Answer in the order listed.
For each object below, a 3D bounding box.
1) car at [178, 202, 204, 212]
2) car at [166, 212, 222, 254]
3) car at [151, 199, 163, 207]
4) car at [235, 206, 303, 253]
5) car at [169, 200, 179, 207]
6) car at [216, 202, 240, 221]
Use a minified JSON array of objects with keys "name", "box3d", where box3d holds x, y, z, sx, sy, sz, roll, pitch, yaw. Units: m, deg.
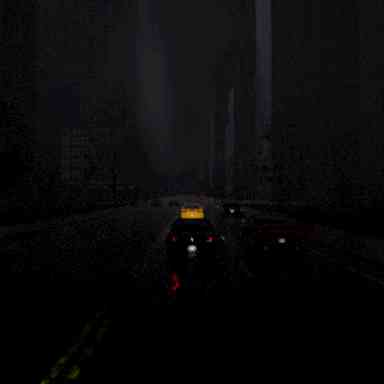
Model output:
[{"name":"car","box3d":[0.022,1.752,29.481,1.882,1.535,5.008,0,0,0]},{"name":"car","box3d":[0.010,1.736,14.109,1.895,1.301,4.718,0,0,0]},{"name":"car","box3d":[-6.465,2.091,61.782,2.033,1.411,5.357,0,0,0]},{"name":"car","box3d":[3.264,1.617,14.481,1.882,1.535,5.008,0,0,0]},{"name":"car","box3d":[-3.216,2.144,61.662,1.895,1.301,4.718,0,-1,0]},{"name":"car","box3d":[3.270,1.621,29.073,2.097,1.767,4.553,0,-1,0]}]
